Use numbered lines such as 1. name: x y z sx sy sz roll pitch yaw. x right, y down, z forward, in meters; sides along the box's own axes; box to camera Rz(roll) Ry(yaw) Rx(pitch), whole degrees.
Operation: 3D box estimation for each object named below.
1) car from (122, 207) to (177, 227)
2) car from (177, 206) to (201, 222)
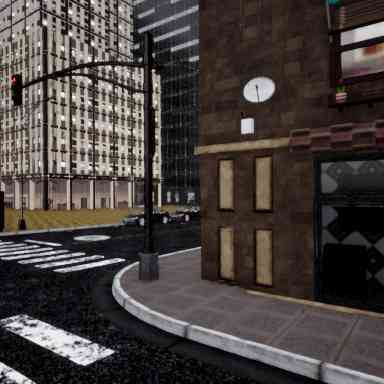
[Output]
1. car: -3.524 1.893 25.943 2.008 1.369 4.403 -2 -2 35
2. car: -0.317 1.974 30.496 2.008 1.369 4.403 -2 -2 35
